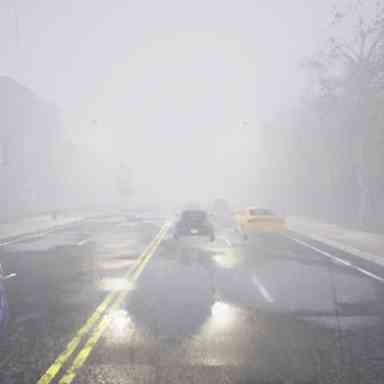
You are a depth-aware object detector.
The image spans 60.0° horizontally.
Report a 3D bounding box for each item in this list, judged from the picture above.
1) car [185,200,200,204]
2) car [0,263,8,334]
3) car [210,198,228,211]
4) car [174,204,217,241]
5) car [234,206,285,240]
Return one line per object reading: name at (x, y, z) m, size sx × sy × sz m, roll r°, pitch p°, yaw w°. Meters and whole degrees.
car at (0.085, 1.607, 40.805) m, size 1.895 × 1.301 × 4.718 m, roll 0°, pitch 0°, yaw 0°
car at (-3.336, 1.217, 1.804) m, size 2.150 × 2.045 × 5.566 m, roll 0°, pitch 1°, yaw 0°
car at (3.336, 1.511, 40.607) m, size 1.837 × 1.490 × 4.892 m, roll 0°, pitch 0°, yaw 0°
car at (0.095, 1.529, 16.730) m, size 1.812 × 1.442 × 4.674 m, roll 0°, pitch 0°, yaw 0°
car at (3.345, 1.481, 17.197) m, size 1.882 × 1.535 × 5.008 m, roll 0°, pitch 0°, yaw 0°
